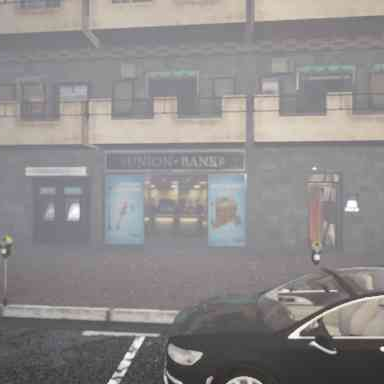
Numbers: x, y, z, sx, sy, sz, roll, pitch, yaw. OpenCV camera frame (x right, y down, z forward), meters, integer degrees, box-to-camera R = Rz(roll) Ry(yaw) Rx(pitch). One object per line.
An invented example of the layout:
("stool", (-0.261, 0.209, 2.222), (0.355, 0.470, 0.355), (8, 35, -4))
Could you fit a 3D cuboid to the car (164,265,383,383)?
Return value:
("car", (1.886, 1.551, 3.686), (4.403, 1.369, 2.008), (0, 0, 6))
